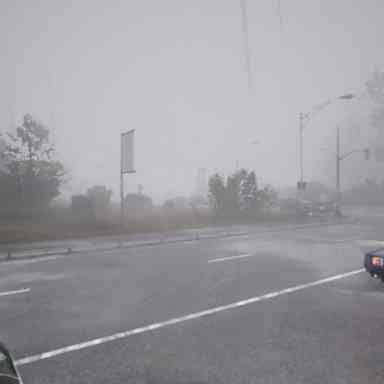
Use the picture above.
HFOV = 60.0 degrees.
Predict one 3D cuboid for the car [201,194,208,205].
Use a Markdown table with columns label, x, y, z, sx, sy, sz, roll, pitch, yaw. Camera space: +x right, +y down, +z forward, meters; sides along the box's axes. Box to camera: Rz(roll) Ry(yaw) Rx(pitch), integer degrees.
| label | x | y | z | sx | sy | sz | roll | pitch | yaw |
| --- | --- | --- | --- | --- | --- | --- | --- | --- | --- |
| car | 1.609 | 1.171 | 52.513 | 2.097 | 1.767 | 4.553 | -1 | 0 | -38 |

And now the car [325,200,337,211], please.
| label | x | y | z | sx | sy | sz | roll | pitch | yaw |
| --- | --- | --- | --- | --- | --- | --- | --- | --- | --- |
| car | 13.686 | 1.303 | 37.327 | 2.128 | 1.511 | 4.902 | -1 | 0 | -39 |

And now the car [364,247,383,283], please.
| label | x | y | z | sx | sy | sz | roll | pitch | yaw |
| --- | --- | --- | --- | --- | --- | --- | --- | --- | --- |
| car | 6.336 | 1.571 | 8.221 | 4.718 | 1.301 | 1.895 | 0 | 0 | -35 |

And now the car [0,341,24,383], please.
| label | x | y | z | sx | sy | sz | roll | pitch | yaw |
| --- | --- | --- | --- | --- | --- | --- | --- | --- | --- |
| car | -3.186 | 1.349 | 1.458 | 4.553 | 1.767 | 2.097 | 0 | 0 | -36 |

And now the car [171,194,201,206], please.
| label | x | y | z | sx | sy | sz | roll | pitch | yaw |
| --- | --- | --- | --- | --- | --- | --- | --- | --- | --- |
| car | -1.272 | 1.348 | 50.513 | 1.837 | 1.490 | 4.892 | -1 | 0 | -38 |

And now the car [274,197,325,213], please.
| label | x | y | z | sx | sy | sz | roll | pitch | yaw |
| --- | --- | --- | --- | --- | --- | --- | --- | --- | --- |
| car | 10.960 | 1.341 | 35.100 | 1.837 | 1.490 | 4.892 | -1 | 0 | -38 |
